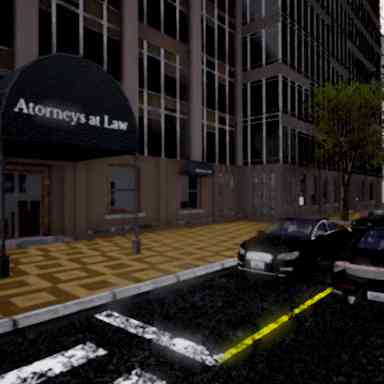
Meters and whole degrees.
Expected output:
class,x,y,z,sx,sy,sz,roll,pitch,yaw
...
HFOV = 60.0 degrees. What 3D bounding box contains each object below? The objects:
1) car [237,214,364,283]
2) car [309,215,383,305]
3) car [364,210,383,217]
class,x,y,z,sx,sy,sz,roll,pitch,yaw
car,3.221,1.518,9.967,2.128,1.511,4.902,-1,0,42
car,4.625,1.492,7.248,2.128,1.511,4.902,-1,0,41
car,10.018,1.626,17.691,1.895,1.301,4.718,-1,0,41
